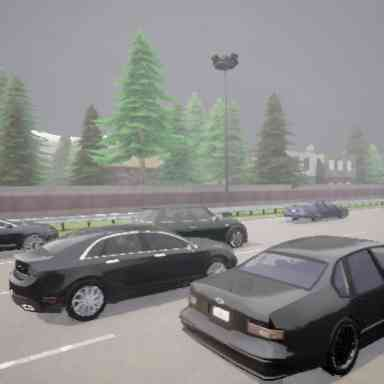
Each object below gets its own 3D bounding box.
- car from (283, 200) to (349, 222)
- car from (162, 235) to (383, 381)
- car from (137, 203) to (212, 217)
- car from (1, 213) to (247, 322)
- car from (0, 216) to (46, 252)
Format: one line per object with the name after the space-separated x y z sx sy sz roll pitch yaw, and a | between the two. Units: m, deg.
8.529 1.220 22.715 5.357 1.411 2.033 -1 1 -35 | car
2.390 1.466 5.448 5.357 1.411 2.033 -1 1 -35 | car
-0.091 1.237 12.275 4.553 1.767 2.097 -1 1 -35 | car
-1.170 1.454 7.208 4.892 1.490 1.837 -1 1 -35 | car
-7.244 1.481 11.477 4.902 1.511 2.128 -1 1 -35 | car
